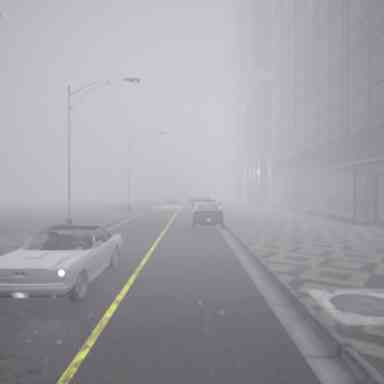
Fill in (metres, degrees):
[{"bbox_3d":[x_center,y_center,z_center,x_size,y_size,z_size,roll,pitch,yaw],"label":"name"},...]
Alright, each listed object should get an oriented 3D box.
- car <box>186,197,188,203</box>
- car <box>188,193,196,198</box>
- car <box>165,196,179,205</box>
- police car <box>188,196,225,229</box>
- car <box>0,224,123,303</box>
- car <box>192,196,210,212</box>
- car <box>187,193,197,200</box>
[{"bbox_3d":[0.008,1.235,56.854,1.895,1.301,4.718,0,0,0],"label":"car"},{"bbox_3d":[0.903,1.131,30.334,2.097,1.767,4.553,0,0,0],"label":"car"},{"bbox_3d":[-3.068,1.264,50.721,1.895,1.301,4.718,0,0,0],"label":"car"},{"bbox_3d":[0.903,1.271,20.474,1.930,1.638,5.238,0,0,0],"label":"police car"},{"bbox_3d":[-3.099,1.537,8.190,1.895,1.301,4.718,0,0,0],"label":"car"},{"bbox_3d":[0.905,1.221,36.364,1.882,1.535,5.008,0,0,0],"label":"car"},{"bbox_3d":[0.010,0.999,71.823,2.128,1.511,4.902,0,0,0],"label":"car"}]
